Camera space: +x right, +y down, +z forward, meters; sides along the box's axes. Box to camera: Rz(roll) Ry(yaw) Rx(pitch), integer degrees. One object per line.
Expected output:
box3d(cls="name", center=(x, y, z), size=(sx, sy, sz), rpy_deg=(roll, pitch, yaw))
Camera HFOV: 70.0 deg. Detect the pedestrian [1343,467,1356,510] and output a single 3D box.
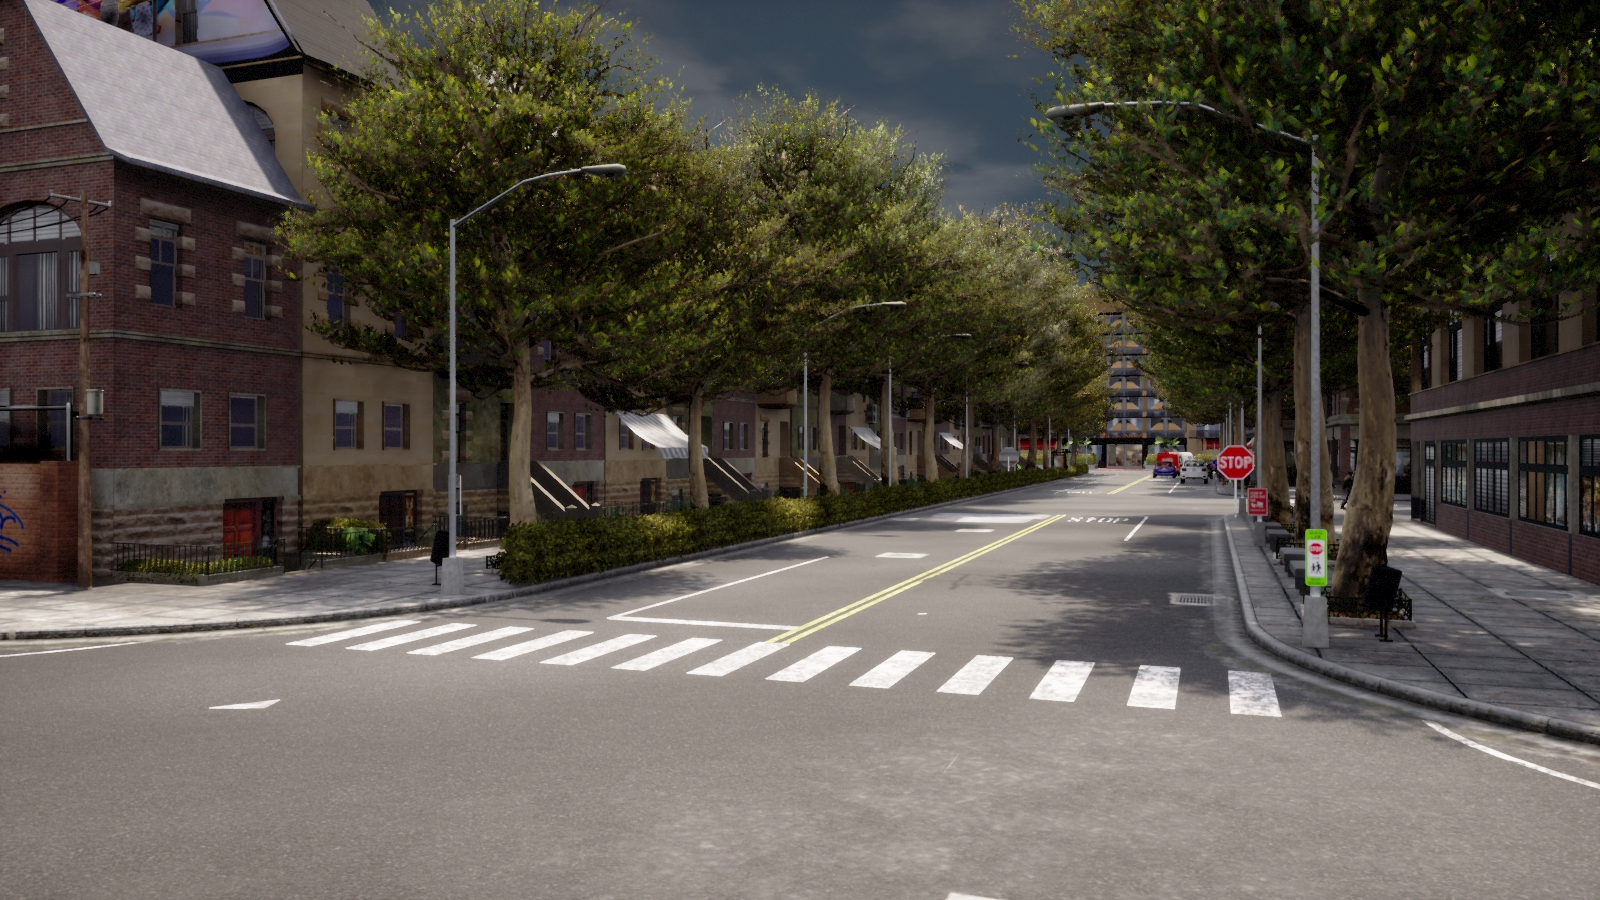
box3d(cls="pedestrian", center=(24.047, 1.694, 50.018), size=(0.375, 1.860, 0.375), rpy_deg=(0, 0, -37))
